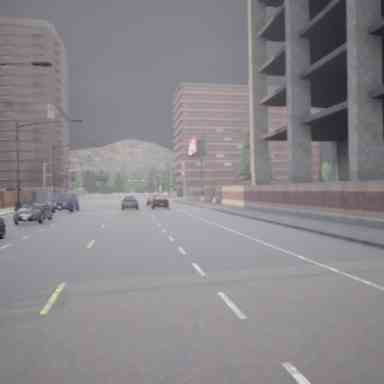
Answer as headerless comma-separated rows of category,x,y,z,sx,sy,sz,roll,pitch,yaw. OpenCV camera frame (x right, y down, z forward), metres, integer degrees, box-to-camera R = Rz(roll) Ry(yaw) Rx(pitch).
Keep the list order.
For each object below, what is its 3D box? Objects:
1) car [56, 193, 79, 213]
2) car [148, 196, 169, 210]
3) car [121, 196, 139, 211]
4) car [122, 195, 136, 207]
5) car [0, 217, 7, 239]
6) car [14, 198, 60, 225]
car,-14.138,1.210,37.270,2.150,2.045,5.566,-1,1,-8
car,-3.870,1.239,39.686,1.882,1.535,5.008,-1,0,-10
car,-7.108,1.331,38.228,2.128,1.511,4.902,-1,0,-11
car,-9.074,1.306,48.167,1.837,1.490,4.892,-1,1,-11
car,-9.902,1.607,14.962,1.812,1.442,4.674,-1,0,-11
car,-11.881,1.532,25.213,2.128,1.511,4.902,-1,0,-11
